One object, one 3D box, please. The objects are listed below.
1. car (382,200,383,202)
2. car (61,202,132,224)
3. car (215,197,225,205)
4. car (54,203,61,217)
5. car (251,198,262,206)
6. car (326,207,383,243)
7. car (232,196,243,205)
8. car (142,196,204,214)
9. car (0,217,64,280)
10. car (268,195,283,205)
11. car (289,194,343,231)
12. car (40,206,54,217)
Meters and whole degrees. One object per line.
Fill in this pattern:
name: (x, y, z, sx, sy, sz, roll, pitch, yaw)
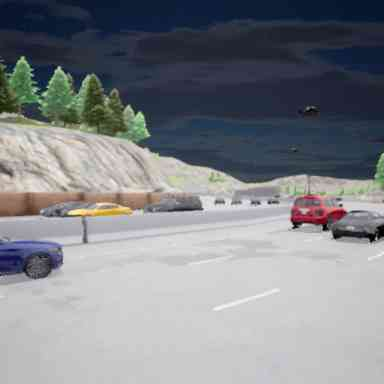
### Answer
car: (19.703, 1.341, 31.978, 2.150, 2.045, 5.566, 0, 0, 30)
car: (-7.078, 1.613, 25.819, 5.008, 1.535, 1.882, 0, 0, -45)
car: (5.758, 1.793, 68.300, 1.882, 1.535, 5.008, 0, 0, 4)
car: (-8.931, 1.658, 28.911, 1.837, 1.490, 4.892, 0, 0, 45)
car: (11.934, 1.820, 61.594, 2.033, 1.411, 5.357, 0, 0, 11)
car: (8.703, 1.630, 16.841, 1.994, 1.385, 4.181, 0, 0, 43)
car: (8.975, 1.649, 65.938, 2.097, 1.767, 4.553, 0, 0, 8)
car: (-1.383, 1.351, 26.688, 2.150, 2.045, 5.566, 0, 0, 41)
car: (-5.758, 1.577, 8.469, 4.674, 1.442, 1.812, 0, 0, -35)
car: (15.970, 1.824, 65.099, 2.033, 1.411, 5.357, 0, 0, 8)
car: (8.320, 1.311, 21.629, 2.150, 2.045, 5.566, 0, 0, 40)
car: (-11.596, 1.660, 31.173, 2.128, 1.511, 4.902, 0, 0, 45)
